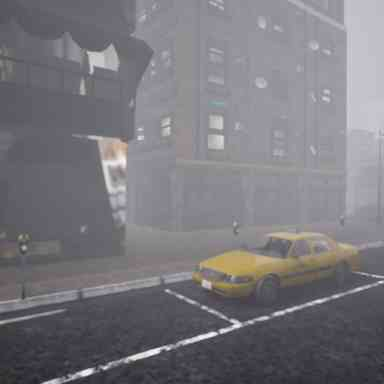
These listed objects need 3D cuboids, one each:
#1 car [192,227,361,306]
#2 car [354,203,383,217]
[{"bbox_3d":[2.264,1.586,8.174,4.829,1.417,1.752,1,0,-35],"label":"car"},{"bbox_3d":[20.561,1.962,37.697,1.967,1.590,4.097,0,0,-35],"label":"car"}]
